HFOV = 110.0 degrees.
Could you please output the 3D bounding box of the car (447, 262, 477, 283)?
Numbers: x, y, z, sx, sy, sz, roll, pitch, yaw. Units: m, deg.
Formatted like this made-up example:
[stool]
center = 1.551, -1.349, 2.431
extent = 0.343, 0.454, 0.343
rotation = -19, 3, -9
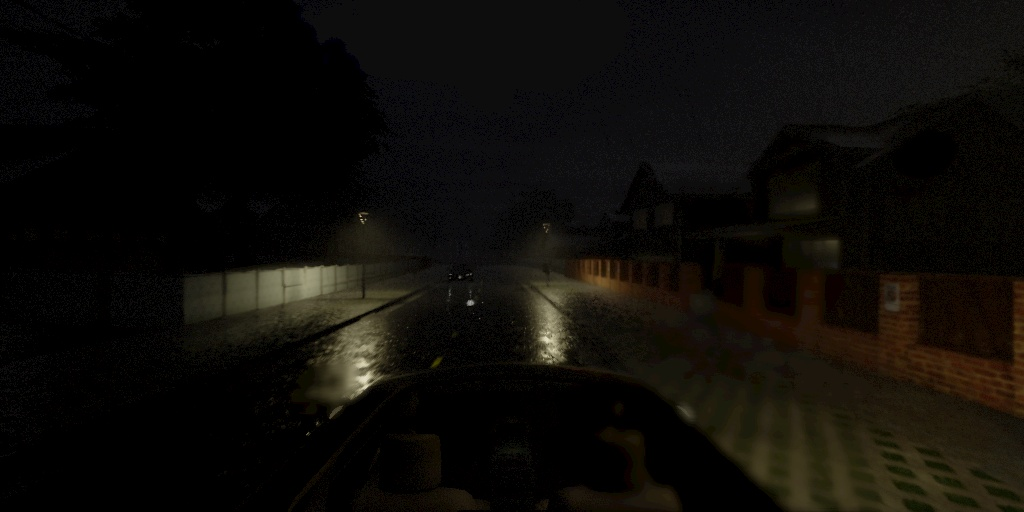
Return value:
[car]
center = -3.820, 1.225, 27.499
extent = 1.837, 1.490, 4.892
rotation = 0, 0, -4
